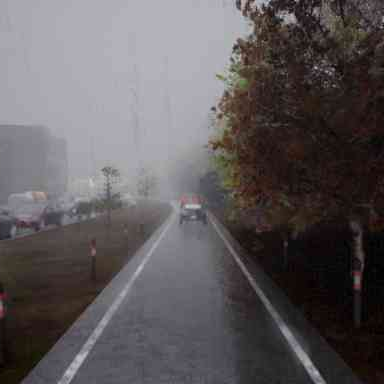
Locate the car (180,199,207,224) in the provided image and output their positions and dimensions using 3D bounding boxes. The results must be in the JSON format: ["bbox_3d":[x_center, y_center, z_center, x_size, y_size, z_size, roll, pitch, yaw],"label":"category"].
[{"bbox_3d":[0.094,1.456,23.716,1.812,1.442,4.674,0,0,0],"label":"car"}]

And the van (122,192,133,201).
[{"bbox_3d":[-14.517,1.000,74.571,1.878,1.987,4.442,1,-1,-16],"label":"van"}]

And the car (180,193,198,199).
[{"bbox_3d":[-0.335,1.083,41.868,2.150,2.045,5.566,0,0,-4],"label":"car"}]

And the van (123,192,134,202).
[{"bbox_3d":[-13.168,0.995,69.156,1.878,1.987,4.442,1,-1,-15],"label":"van"}]

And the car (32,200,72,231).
[{"bbox_3d":[-9.083,1.396,19.467,2.163,1.488,4.792,0,-1,-2],"label":"car"}]

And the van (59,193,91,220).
[{"bbox_3d":[-9.095,1.123,25.979,1.878,1.987,4.442,0,-1,-3],"label":"van"}]

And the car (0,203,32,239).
[{"bbox_3d":[-9.076,1.379,13.956,2.231,1.521,4.892,0,-1,-2],"label":"car"}]

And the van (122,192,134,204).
[{"bbox_3d":[-11.118,1.019,58.160,1.878,1.987,4.442,1,-1,-10],"label":"van"}]

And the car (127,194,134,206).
[{"bbox_3d":[-9.879,1.327,47.167,2.002,1.452,4.674,0,-1,-5],"label":"car"}]

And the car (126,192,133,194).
[{"bbox_3d":[-10.405,1.015,52.703,2.435,2.045,5.566,1,-1,-9],"label":"car"}]
